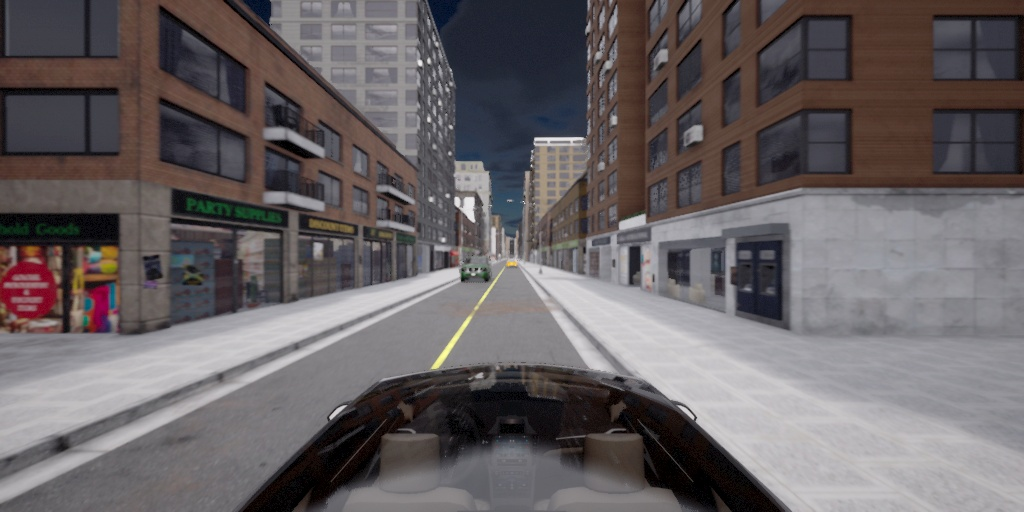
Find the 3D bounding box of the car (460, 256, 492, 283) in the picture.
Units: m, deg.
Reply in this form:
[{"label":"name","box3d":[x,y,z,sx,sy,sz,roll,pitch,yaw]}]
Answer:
[{"label":"car","box3d":[-2.801,1.015,28.958,2.150,2.045,5.566,0,0,1]}]

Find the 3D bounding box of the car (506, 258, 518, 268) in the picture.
[{"label":"car","box3d":[-0.012,1.320,64.880,1.882,1.535,5.008,0,0,0]}]
